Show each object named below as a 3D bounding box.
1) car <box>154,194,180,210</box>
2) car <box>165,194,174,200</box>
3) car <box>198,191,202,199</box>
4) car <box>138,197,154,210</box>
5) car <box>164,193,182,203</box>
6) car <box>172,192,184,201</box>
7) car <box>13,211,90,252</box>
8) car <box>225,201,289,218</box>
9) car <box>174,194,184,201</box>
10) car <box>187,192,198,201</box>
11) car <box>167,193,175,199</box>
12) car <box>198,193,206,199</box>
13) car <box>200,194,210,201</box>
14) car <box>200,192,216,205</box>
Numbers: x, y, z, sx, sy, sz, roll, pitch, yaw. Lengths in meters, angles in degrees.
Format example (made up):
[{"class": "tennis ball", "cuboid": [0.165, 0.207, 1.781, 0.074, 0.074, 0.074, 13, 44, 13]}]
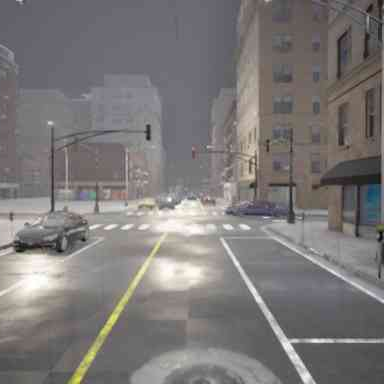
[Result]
[{"class": "car", "cuboid": [-2.846, 1.336, 38.775, 2.033, 1.411, 5.357, 0, 0, -1]}, {"class": "car", "cuboid": [-5.412, 1.150, 79.751, 1.802, 1.307, 4.206, 0, 0, 0]}, {"class": "car", "cuboid": [2.620, 1.004, 57.104, 2.192, 1.841, 5.009, 0, 0, 0]}, {"class": "car", "cuboid": [-5.400, 1.307, 39.948, 1.752, 1.417, 4.829, 0, 0, 0]}, {"class": "car", "cuboid": [-2.852, 1.263, 48.229, 1.812, 1.442, 4.674, 0, 0, 0]}, {"class": "car", "cuboid": [-2.795, 1.228, 58.640, 2.033, 1.411, 5.357, 0, 0, 1]}, {"class": "car", "cuboid": [-5.392, 1.478, 13.272, 2.008, 1.369, 4.403, 0, 0, 0]}, {"class": "car", "cuboid": [5.468, 1.424, 27.897, 5.357, 1.411, 2.033, 0, 0, 0]}, {"class": "car", "cuboid": [-2.773, 1.174, 72.942, 1.895, 1.301, 4.718, 0, 0, 0]}, {"class": "car", "cuboid": [-0.022, 1.216, 69.934, 1.895, 1.301, 4.718, 0, 0, 0]}, {"class": "car", "cuboid": [-5.414, 1.064, 85.243, 1.752, 1.417, 4.829, 0, 0, 0]}, {"class": "car", "cuboid": [2.611, 1.089, 85.415, 2.008, 1.369, 4.403, 0, 0, 0]}, {"class": "car", "cuboid": [2.616, 1.153, 68.599, 1.752, 1.417, 4.829, 0, 0, 0]}, {"class": "car", "cuboid": [2.622, 1.160, 51.443, 1.967, 1.590, 4.097, 0, 0, 0]}]
